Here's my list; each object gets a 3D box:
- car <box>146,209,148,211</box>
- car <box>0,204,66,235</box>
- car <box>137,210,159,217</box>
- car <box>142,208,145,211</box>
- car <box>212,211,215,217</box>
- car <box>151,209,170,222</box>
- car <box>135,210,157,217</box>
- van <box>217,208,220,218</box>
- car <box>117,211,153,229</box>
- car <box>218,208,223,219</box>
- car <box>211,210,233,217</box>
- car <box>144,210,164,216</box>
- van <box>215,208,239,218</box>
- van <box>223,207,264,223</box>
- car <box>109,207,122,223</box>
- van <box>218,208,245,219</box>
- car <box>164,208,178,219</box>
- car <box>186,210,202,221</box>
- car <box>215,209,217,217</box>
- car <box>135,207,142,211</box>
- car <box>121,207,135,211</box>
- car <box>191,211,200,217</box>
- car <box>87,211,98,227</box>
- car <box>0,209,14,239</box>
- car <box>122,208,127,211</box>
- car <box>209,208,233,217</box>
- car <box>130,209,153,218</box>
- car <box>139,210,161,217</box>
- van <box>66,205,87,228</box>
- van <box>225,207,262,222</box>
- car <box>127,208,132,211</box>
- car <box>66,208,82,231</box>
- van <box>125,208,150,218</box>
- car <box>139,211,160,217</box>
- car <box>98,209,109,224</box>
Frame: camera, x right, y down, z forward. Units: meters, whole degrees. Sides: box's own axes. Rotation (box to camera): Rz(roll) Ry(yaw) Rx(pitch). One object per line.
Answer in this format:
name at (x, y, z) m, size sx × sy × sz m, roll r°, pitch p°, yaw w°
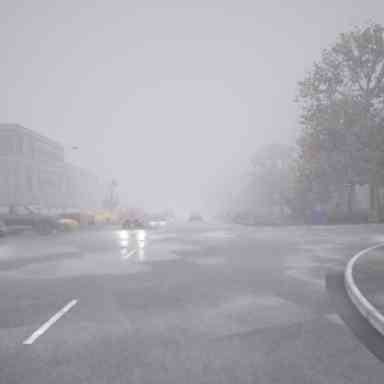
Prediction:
car at (-10.821, 4.188, 62.317) m, size 5.008 × 1.535 × 2.097 m, roll 0°, pitch -3°, yaw -19°
car at (-11.280, 1.763, 21.331) m, size 5.566 × 2.045 × 2.435 m, roll 0°, pitch -3°, yaw -20°
car at (-10.625, 5.187, 79.895) m, size 4.892 × 1.521 × 2.231 m, roll 0°, pitch -4°, yaw -19°
car at (-10.871, 3.739, 56.474) m, size 4.553 × 1.767 × 2.185 m, roll 0°, pitch -3°, yaw -19°
car at (7.012, 4.347, 64.997) m, size 4.892 × 1.521 × 2.231 m, roll 2°, pitch -4°, yaw -19°
car at (-4.682, 3.424, 46.777) m, size 1.994 × 1.385 × 4.181 m, roll 0°, pitch -3°, yaw 1°
car at (-10.622, 5.048, 76.972) m, size 4.792 × 1.488 × 2.163 m, roll 0°, pitch -4°, yaw -19°
van at (6.772, 3.469, 53.207) m, size 4.442 × 1.987 × 1.878 m, roll 2°, pitch -3°, yaw -19°
car at (-4.903, 2.554, 29.464) m, size 1.895 × 1.301 × 4.718 m, roll 0°, pitch -3°, yaw 1°
car at (6.844, 3.579, 50.294) m, size 4.674 × 1.452 × 2.002 m, roll 2°, pitch -3°, yaw -19°
car at (7.224, 5.213, 79.705) m, size 4.792 × 1.488 × 2.163 m, roll 2°, pitch -4°, yaw -19°
car at (-10.480, 5.857, 91.607) m, size 4.892 × 1.521 × 2.231 m, roll 0°, pitch -4°, yaw -19°
van at (7.165, 4.291, 67.993) m, size 4.442 × 1.987 × 1.878 m, roll 2°, pitch -4°, yaw -19°
van at (6.628, 2.842, 41.448) m, size 4.442 × 1.987 × 1.878 m, roll 2°, pitch -3°, yaw -19°
car at (-11.287, 2.923, 38.823) m, size 5.366 × 1.575 × 1.946 m, roll 0°, pitch -3°, yaw -19°
van at (7.061, 3.798, 59.171) m, size 4.442 × 1.987 × 1.878 m, roll 2°, pitch -4°, yaw -19°
car at (-4.420, 3.971, 63.143) m, size 2.150 × 2.045 × 5.566 m, roll 0°, pitch -3°, yaw 1°
car at (0.522, 3.506, 48.599) m, size 2.033 × 1.411 × 5.357 m, roll 0°, pitch -3°, yaw 1°
car at (6.909, 3.897, 56.179) m, size 4.674 × 1.452 × 2.002 m, roll 2°, pitch -4°, yaw -19°
car at (-10.999, 3.296, 50.603) m, size 5.566 × 2.045 × 2.435 m, roll 0°, pitch -3°, yaw -19°
car at (-11.040, 3.265, 47.678) m, size 4.553 × 1.767 × 2.185 m, roll 0°, pitch -3°, yaw -19°
car at (0.804, 5.235, 79.968) m, size 2.128 × 1.511 × 4.902 m, roll 0°, pitch -3°, yaw 1°
car at (-11.243, 2.498, 30.088) m, size 4.792 × 1.488 × 2.163 m, roll 0°, pitch -3°, yaw -19°
car at (-11.338, 1.760, 15.446) m, size 4.892 × 1.521 × 2.231 m, roll 0°, pitch -1°, yaw -20°
car at (-11.043, 3.110, 41.820) m, size 4.792 × 1.488 × 2.163 m, roll 0°, pitch -3°, yaw -19°
car at (7.212, 5.098, 82.634) m, size 5.566 × 2.045 × 2.435 m, roll 2°, pitch -3°, yaw -19°
car at (-10.753, 4.558, 71.105) m, size 4.553 × 1.767 × 2.185 m, roll 0°, pitch -4°, yaw -19°
car at (-10.716, 5.516, 85.682) m, size 5.366 × 1.575 × 1.946 m, roll 0°, pitch -3°, yaw -19°
van at (-11.141, 2.092, 27.227) m, size 4.442 × 1.987 × 1.878 m, roll 0°, pitch -3°, yaw -19°
van at (6.882, 3.005, 44.474) m, size 4.442 × 1.987 × 1.878 m, roll 2°, pitch -3°, yaw -19°
car at (-11.033, 3.236, 44.744) m, size 4.892 × 1.521 × 2.231 m, roll 0°, pitch -3°, yaw -19°
car at (-11.102, 2.162, 24.304) m, size 5.366 × 1.575 × 1.946 m, roll 0°, pitch -3°, yaw -19°
van at (-10.687, 4.127, 65.302) m, size 4.442 × 1.987 × 1.878 m, roll 0°, pitch -4°, yaw -19°
car at (-10.581, 5.393, 82.818) m, size 4.674 × 1.452 × 2.002 m, roll 0°, pitch -4°, yaw -19°
car at (-11.359, 2.618, 32.971) m, size 5.366 × 1.575 × 1.946 m, roll 0°, pitch -3°, yaw -19°
